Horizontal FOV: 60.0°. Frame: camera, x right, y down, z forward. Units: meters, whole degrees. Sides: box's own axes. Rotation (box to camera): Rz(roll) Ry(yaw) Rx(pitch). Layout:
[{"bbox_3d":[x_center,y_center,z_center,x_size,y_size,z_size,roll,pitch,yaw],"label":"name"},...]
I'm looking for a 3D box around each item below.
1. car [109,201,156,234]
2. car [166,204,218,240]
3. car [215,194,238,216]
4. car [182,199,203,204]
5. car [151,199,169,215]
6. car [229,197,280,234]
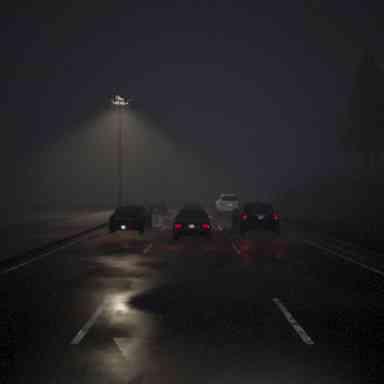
[{"bbox_3d":[-3.455,1.506,19.270,1.837,1.490,4.892,0,0,1],"label":"car"},{"bbox_3d":[0.020,1.548,17.066,2.033,1.411,5.357,0,0,0],"label":"car"},{"bbox_3d":[3.533,1.223,33.106,2.150,2.045,5.566,0,0,1],"label":"car"},{"bbox_3d":[0.048,1.492,34.240,2.128,1.511,4.902,0,0,1],"label":"car"},{"bbox_3d":[-3.453,1.492,34.245,2.128,1.511,4.902,0,0,1],"label":"car"},{"bbox_3d":[3.544,1.351,19.155,2.097,1.767,4.553,0,0,1],"label":"car"}]
